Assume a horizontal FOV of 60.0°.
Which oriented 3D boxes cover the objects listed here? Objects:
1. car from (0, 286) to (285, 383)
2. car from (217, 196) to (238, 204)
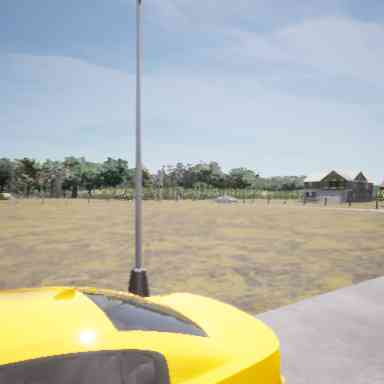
[{"bbox_3d":[-1.588,1.478,1.932,5.008,1.535,1.882,0,0,-35],"label":"car"},{"bbox_3d":[6.336,1.381,60.206,1.812,1.442,4.674,2,-1,-35],"label":"car"}]
